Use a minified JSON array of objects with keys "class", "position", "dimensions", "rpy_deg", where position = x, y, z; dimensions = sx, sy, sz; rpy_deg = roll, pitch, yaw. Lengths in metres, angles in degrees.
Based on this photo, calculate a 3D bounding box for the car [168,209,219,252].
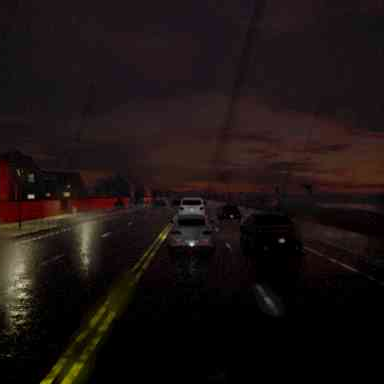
[{"class":"car","position":[0.003,1.665,14.386],"dimensions":[1.812,1.442,4.674],"rpy_deg":[0,0,0]}]

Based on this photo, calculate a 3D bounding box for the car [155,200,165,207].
[{"class":"car","position":[-6.502,2.251,68.426],"dimensions":[2.033,1.411,5.357],"rpy_deg":[0,-1,0]}]

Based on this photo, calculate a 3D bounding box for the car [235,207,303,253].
[{"class":"car","position":[3.253,1.618,14.478],"dimensions":[1.882,1.535,5.008],"rpy_deg":[0,0,0]}]

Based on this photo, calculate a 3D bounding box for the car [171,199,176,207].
[{"class":"car","position":[-3.255,2.180,68.095],"dimensions":[1.882,1.535,5.008],"rpy_deg":[0,-1,0]}]

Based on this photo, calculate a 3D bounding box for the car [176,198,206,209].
[{"class":"car","position":[-0.001,1.501,29.033],"dimensions":[2.150,2.045,5.566],"rpy_deg":[0,0,0]}]

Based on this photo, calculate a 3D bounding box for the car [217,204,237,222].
[{"class":"car","position":[3.252,1.814,29.393],"dimensions":[1.812,1.442,4.674],"rpy_deg":[0,0,0]}]
